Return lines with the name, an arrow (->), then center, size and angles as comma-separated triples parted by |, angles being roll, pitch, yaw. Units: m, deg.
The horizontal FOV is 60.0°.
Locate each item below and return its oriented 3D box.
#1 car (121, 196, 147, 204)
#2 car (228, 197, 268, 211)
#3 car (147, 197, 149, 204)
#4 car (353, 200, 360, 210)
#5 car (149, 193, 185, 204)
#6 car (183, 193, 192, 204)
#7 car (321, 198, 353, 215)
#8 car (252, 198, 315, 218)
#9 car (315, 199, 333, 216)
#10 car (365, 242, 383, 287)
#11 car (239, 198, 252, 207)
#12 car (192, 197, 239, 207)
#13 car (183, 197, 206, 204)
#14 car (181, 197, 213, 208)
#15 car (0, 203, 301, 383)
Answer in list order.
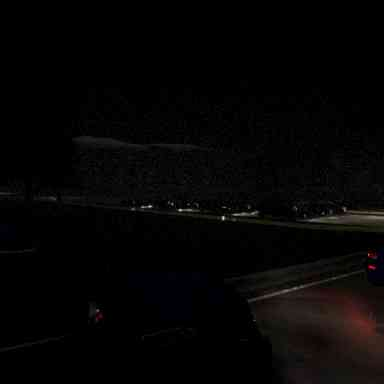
car -> -9.565, 1.477, 52.879 | 1.882, 1.535, 5.008 | 0, 0, -35
car -> 6.954, 1.491, 41.974 | 2.128, 1.511, 4.902 | 0, 0, -36
car -> -7.449, 1.563, 55.941 | 1.994, 1.385, 4.181 | 0, 0, -35
car -> 17.935, 1.491, 40.843 | 2.128, 1.511, 4.902 | 0, 0, -36
car -> -3.436, 1.352, 44.350 | 2.097, 1.767, 4.553 | 0, 0, -36
car -> -1.196, 1.221, 47.224 | 2.150, 2.045, 5.566 | 0, 0, -36
car -> 13.088, 1.491, 33.583 | 2.128, 1.511, 4.902 | 0, 0, -36
car -> 7.864, 1.352, 28.869 | 2.097, 1.767, 4.553 | 0, 0, -36
car -> 10.373, 1.600, 31.364 | 1.895, 1.301, 4.718 | 0, 0, -36
car -> 6.007, 1.526, 8.048 | 4.674, 1.442, 1.812 | 0, 0, -35
car -> 4.910, 1.491, 38.839 | 2.128, 1.511, 4.902 | 0, 0, -36
car -> 2.468, 1.504, 36.249 | 1.837, 1.490, 4.892 | 0, 0, -36
car -> 0.432, 1.600, 64.928 | 1.895, 1.301, 4.718 | 0, 0, -36
car -> 0.732, 1.547, 50.521 | 2.033, 1.411, 5.357 | 0, 0, -36
car -> -1.888, 1.221, 2.399 | 5.566, 2.045, 2.150 | 0, 0, -35
